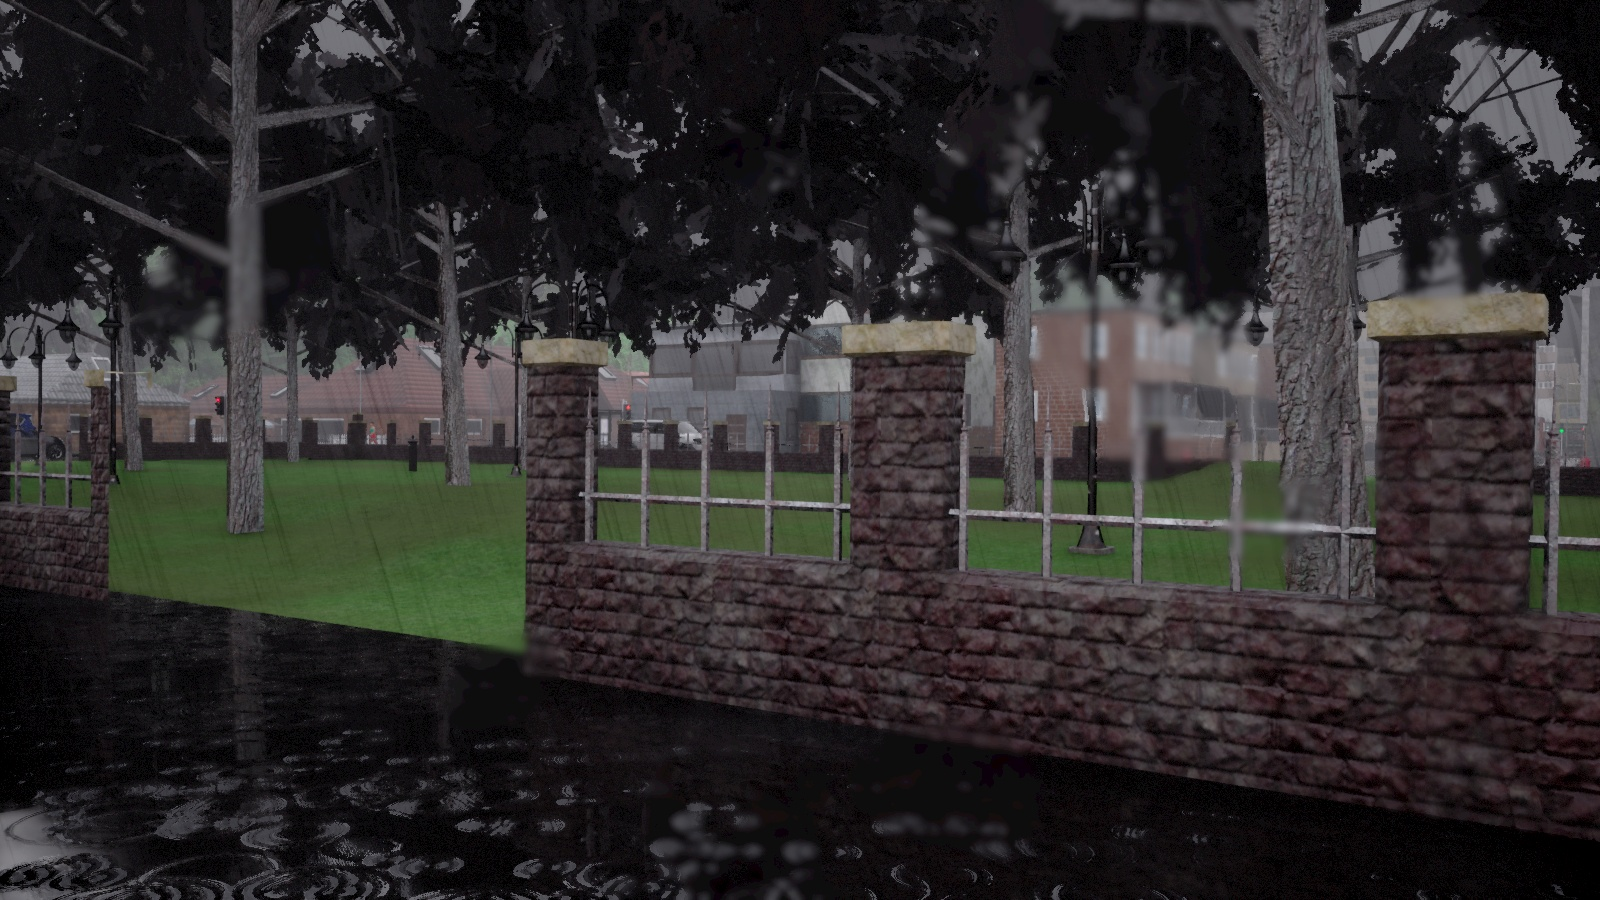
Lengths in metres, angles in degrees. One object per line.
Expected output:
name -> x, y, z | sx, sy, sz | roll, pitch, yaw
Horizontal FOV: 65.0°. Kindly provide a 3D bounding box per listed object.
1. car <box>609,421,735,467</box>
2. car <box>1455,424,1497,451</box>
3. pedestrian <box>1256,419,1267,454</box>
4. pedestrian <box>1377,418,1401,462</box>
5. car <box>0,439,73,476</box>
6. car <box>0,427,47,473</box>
car -> -5.916, -0.284, 57.718 | 5.566, 2.045, 2.150 | 0, 1, 32
car -> 40.712, -0.771, 75.619 | 1.851, 1.617, 3.988 | 0, 1, 34
pedestrian -> 25.487, -0.737, 69.405 | 0.396, 1.930, 0.692 | 0, 1, 34
pedestrian -> 24.646, -0.420, 52.545 | 0.694, 1.848, 0.540 | -1, 1, -6
car -> -33.263, 0.317, 53.399 | 1.845, 1.501, 3.633 | 0, 1, 32
car -> -36.748, 0.026, 55.470 | 2.150, 2.045, 5.566 | 0, 1, 34
